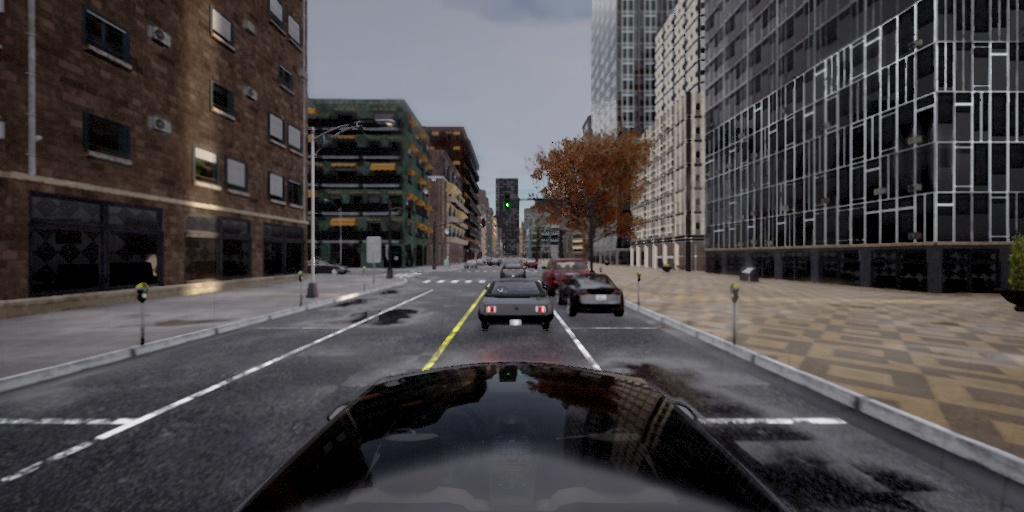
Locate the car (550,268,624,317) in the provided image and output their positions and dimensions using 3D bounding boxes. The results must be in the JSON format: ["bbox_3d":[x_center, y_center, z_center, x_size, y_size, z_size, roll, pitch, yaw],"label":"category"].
[{"bbox_3d":[2.684,1.284,12.879,1.948,1.339,4.313,0,0,0],"label":"car"}]

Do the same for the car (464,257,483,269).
[{"bbox_3d":[-5.726,1.175,50.783,2.007,1.370,4.403,0,0,0],"label":"car"}]

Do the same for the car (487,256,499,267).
[{"bbox_3d":[-3.093,1.079,63.281,1.882,1.535,5.008,0,0,0],"label":"car"}]

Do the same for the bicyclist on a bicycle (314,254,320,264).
[{"bbox_3d":[-23.199,0.646,42.610,0.582,1.620,1.656,1,0,-1],"label":"bicyclist on a bicycle"}]

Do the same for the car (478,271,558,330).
[{"bbox_3d":[0.094,1.325,10.977,1.895,1.301,4.718,0,0,0],"label":"car"}]

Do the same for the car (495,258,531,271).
[{"bbox_3d":[0.080,1.170,27.545,2.128,1.511,4.902,0,0,0],"label":"car"}]

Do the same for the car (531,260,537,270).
[{"bbox_3d":[2.654,1.169,50.789,1.888,1.381,4.507,0,0,0],"label":"car"}]

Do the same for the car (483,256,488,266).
[{"bbox_3d":[-5.735,1.154,61.849,2.007,1.370,4.403,0,0,0],"label":"car"}]

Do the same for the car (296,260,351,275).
[{"bbox_3d":[-16.457,1.008,31.358,4.403,1.370,2.007,0,0,-1],"label":"car"}]

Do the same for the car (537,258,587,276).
[{"bbox_3d":[2.680,1.018,18.402,2.192,1.841,5.009,0,0,0],"label":"car"}]
